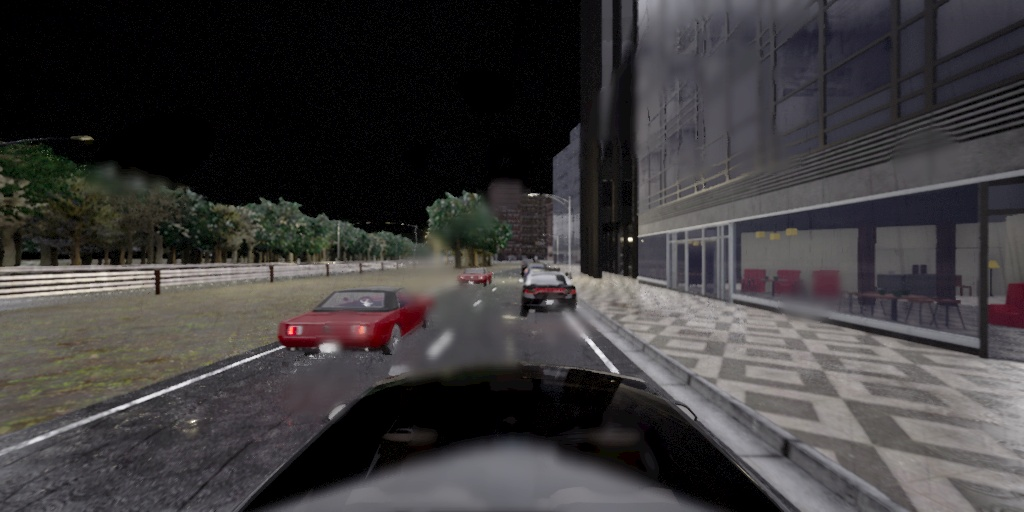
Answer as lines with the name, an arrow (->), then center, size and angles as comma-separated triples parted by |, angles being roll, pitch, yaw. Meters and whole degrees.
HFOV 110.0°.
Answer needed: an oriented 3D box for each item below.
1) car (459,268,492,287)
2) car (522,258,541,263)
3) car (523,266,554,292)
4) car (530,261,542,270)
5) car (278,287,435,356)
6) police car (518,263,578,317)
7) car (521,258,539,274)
car -> -2.570, 1.528, 26.582 | 1.895, 1.301, 4.718 | 0, 0, 3
car -> 2.033, 1.298, 29.424 | 2.097, 1.767, 4.553 | 0, 0, 4
car -> 1.696, 1.429, 23.537 | 1.812, 1.442, 4.674 | 0, 0, 3
car -> 4.442, 1.731, 64.614 | 1.837, 1.490, 4.892 | 0, 0, 8
car -> -3.270, 1.401, 8.742 | 1.895, 1.301, 4.718 | 0, 0, 1
police car -> 1.289, 1.258, 13.782 | 1.930, 1.638, 5.238 | 0, 0, 2
car -> 2.491, 1.315, 48.086 | 2.150, 2.045, 5.566 | 0, 0, 6
